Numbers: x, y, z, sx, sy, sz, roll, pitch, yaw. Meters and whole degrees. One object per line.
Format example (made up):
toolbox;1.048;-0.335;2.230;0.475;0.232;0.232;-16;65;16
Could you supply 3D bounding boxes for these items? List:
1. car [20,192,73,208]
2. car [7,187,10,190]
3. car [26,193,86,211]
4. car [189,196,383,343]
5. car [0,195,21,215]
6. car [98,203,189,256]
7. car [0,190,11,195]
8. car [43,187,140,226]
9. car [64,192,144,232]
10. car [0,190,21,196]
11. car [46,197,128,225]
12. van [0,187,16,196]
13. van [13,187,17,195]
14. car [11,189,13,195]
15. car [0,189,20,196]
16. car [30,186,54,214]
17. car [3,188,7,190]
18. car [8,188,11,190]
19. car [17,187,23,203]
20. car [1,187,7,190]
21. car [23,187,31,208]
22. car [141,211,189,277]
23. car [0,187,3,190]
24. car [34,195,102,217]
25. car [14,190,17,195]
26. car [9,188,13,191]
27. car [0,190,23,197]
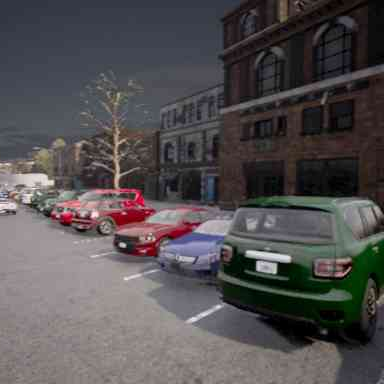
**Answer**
car;-16.246;0.843;37.332;2.097;1.535;5.008;1;1;38
car;-27.459;0.413;55.199;2.185;1.767;4.553;1;1;37
car;-13.090;0.929;32.217;2.097;1.535;5.008;1;1;38
car;2.676;1.101;6.593;2.435;2.045;5.566;0;1;39
car;-15.512;1.161;27.248;1.895;1.301;4.718;-1;1;-32
car;-0.485;1.276;11.727;2.097;1.535;5.008;1;1;39
car;-22.639;0.843;38.773;1.882;1.535;5.008;-1;1;-32
car;-5.217;0.895;19.395;2.435;2.045;5.566;1;1;38
car;-3.657;1.064;16.839;2.185;1.767;4.553;1;1;38
car;-42.750;0.198;77.682;2.002;1.452;4.674;0;1;34
car;-6.798;1.132;21.960;2.163;1.488;4.792;1;1;38
van;-46.368;-0.148;82.460;1.878;1.987;4.442;1;1;33
van;-21.068;0.488;44.914;1.878;1.987;4.442;1;1;38
car;-22.485;0.665;47.719;1.946;1.575;5.366;1;1;38
car;-44.513;0.118;80.131;2.231;1.521;4.892;1;1;34
car;-8.372;0.808;24.515;2.435;2.045;5.566;1;1;38
car;-30.742;0.451;60.278;2.097;1.535;5.008;1;1;36
car;-25.821;0.583;52.664;2.231;1.521;4.892;1;1;37
car;-14.656;0.635;34.794;2.435;2.045;5.566;1;1;38
car;-34.086;0.366;65.305;2.097;1.535;5.008;1;1;36
car;-11.502;0.721;29.681;2.435;2.045;5.566;1;1;38
car;1.090;1.357;9.145;2.002;1.452;4.674;1;1;39
car;-35.804;0.072;67.770;2.435;2.045;5.566;1;1;35
car;-9.954;1.046;27.077;2.163;1.488;4.792;1;1;38
car;-19.396;0.786;42.477;2.163;1.488;4.792;1;1;38
car;-24.188;0.625;50.126;2.097;1.535;5.008;1;1;38
car;-40.983;0.239;75.228;2.002;1.452;4.674;1;1;34
